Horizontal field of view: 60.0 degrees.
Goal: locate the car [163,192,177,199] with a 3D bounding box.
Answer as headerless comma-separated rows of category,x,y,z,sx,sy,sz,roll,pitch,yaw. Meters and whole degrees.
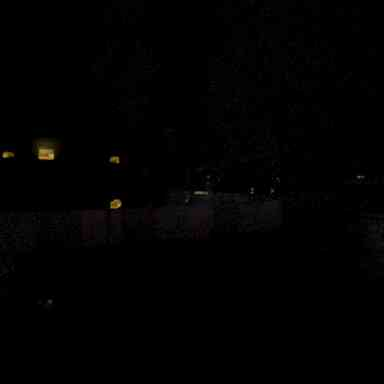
car,-4.331,0.679,63.096,1.812,1.442,4.674,1,0,-20
